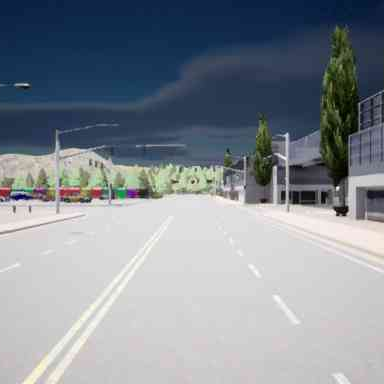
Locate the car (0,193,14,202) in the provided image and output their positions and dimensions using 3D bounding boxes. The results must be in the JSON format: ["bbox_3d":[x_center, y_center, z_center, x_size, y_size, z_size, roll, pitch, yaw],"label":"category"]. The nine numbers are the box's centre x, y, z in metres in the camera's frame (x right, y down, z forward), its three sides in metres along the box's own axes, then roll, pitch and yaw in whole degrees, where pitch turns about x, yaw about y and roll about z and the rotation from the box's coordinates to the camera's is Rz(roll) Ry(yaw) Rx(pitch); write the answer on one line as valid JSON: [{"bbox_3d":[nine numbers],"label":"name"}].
[{"bbox_3d":[-38.875,1.356,66.995,3.806,1.475,1.970,0,0,0],"label":"car"}]

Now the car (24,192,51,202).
[{"bbox_3d":[-38.953,1.117,83.893,4.605,1.855,1.932,0,0,0],"label":"car"}]

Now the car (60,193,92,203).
[{"bbox_3d":[-21.466,1.115,61.383,4.605,1.855,1.932,0,0,0],"label":"car"}]

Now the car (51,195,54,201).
[{"bbox_3d":[-38.886,1.328,86.789,3.905,1.438,1.784,0,0,0],"label":"car"}]

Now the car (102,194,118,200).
[{"bbox_3d":[-21.419,1.361,86.796,3.806,1.475,1.970,0,0,0],"label":"car"}]

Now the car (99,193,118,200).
[{"bbox_3d":[-21.432,1.121,83.901,3.866,1.878,1.905,0,0,0],"label":"car"}]

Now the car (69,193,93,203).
[{"bbox_3d":[-21.409,1.118,64.277,3.866,1.878,1.905,0,0,0],"label":"car"}]
